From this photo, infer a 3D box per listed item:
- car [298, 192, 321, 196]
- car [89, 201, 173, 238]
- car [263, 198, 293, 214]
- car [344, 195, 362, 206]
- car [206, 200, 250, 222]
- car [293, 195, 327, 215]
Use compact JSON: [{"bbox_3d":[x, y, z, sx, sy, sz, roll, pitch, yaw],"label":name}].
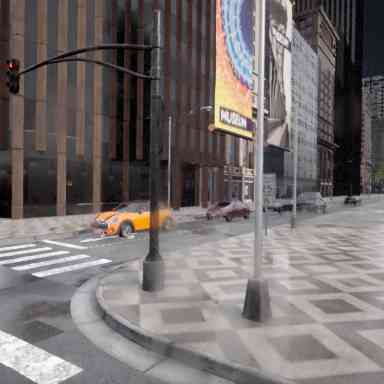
[{"bbox_3d":[15.103,1.003,42.759,2.150,2.045,5.566,1,1,35],"label":"car"},{"bbox_3d":[-3.043,1.257,17.261,2.097,1.767,4.553,1,1,36],"label":"car"},{"bbox_3d":[8.906,1.372,34.100,2.033,1.411,5.357,1,1,35],"label":"car"},{"bbox_3d":[24.407,1.291,50.484,1.837,1.490,4.892,1,1,35],"label":"car"},{"bbox_3d":[2.897,1.391,25.616,1.812,1.442,4.674,1,1,36],"label":"car"},{"bbox_3d":[11.911,1.384,32.813,1.837,1.490,4.892,1,1,35],"label":"car"}]
